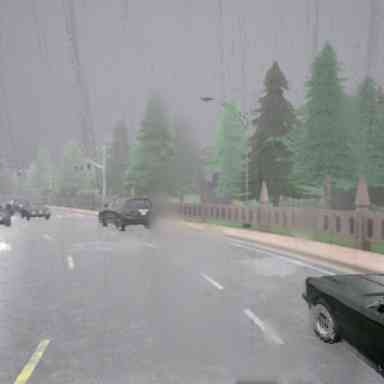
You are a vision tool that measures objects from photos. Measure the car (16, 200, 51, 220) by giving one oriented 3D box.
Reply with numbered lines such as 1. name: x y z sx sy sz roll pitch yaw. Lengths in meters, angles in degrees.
1. car: -14.311 1.767 30.294 2.033 1.411 5.357 0 0 -35

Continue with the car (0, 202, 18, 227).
1. car: -14.036 1.665 23.531 2.128 1.511 4.902 0 -1 -35

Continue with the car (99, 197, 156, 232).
1. car: -4.326 1.374 21.834 2.150 2.045 5.566 0 -1 -33

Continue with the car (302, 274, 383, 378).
1. car: 3.032 1.624 3.624 1.895 1.301 4.718 0 0 -7

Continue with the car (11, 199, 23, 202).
1. car: -20.063 1.631 38.398 2.097 1.767 4.553 0 -1 -35
